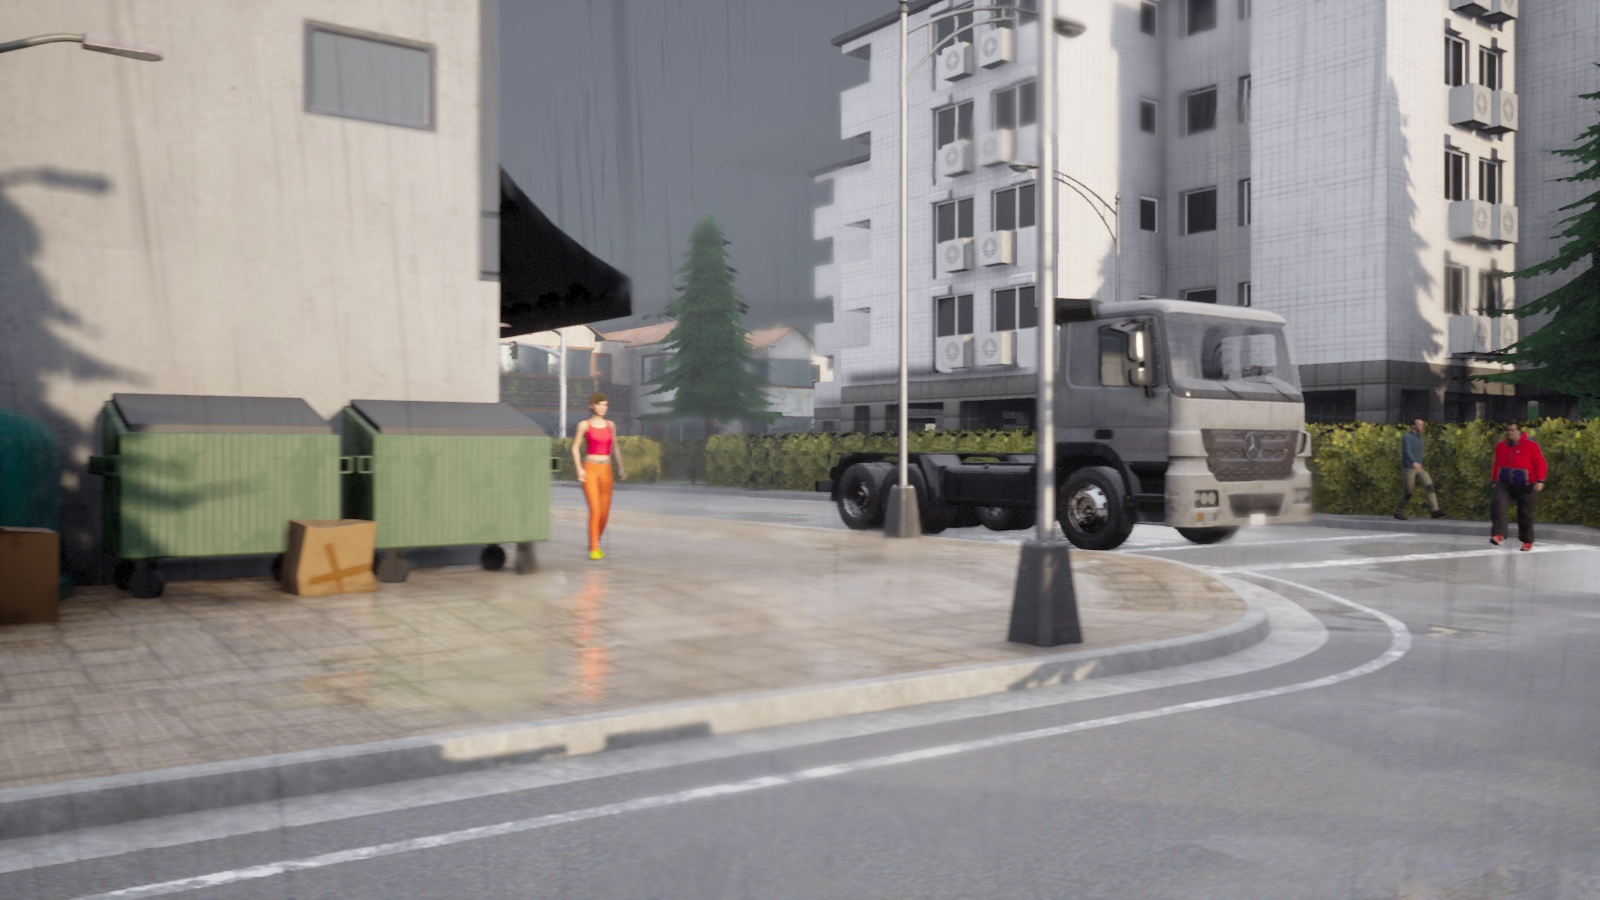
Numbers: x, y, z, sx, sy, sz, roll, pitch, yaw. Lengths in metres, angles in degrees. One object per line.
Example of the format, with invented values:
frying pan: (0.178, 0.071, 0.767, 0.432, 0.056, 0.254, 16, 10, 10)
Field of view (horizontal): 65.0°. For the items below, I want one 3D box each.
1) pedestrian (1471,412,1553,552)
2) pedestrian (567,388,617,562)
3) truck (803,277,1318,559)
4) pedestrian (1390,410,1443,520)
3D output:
pedestrian: (9.656, 0.416, 17.031, 0.899, 1.844, 0.634, 0, 0, -34)
pedestrian: (-2.253, 0.263, 13.586, 0.345, 1.836, 0.594, 0, 0, -30)
truck: (3.553, -0.381, 19.474, 2.891, 3.462, 7.936, 0, 0, -36)
pedestrian: (10.497, 0.245, 21.400, 0.402, 1.842, 0.726, 0, 0, -19)
